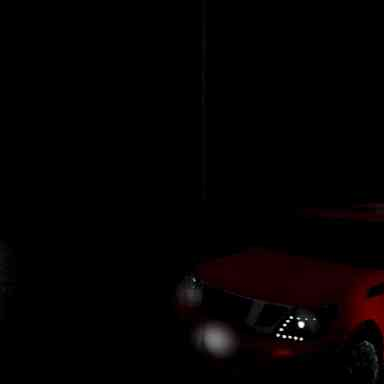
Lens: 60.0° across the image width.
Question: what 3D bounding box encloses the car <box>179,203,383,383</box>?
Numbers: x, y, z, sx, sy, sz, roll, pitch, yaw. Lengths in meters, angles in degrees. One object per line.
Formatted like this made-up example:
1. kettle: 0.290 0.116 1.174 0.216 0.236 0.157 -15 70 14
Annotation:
1. car: 2.496 1.221 5.155 5.566 2.045 2.150 0 0 -35
